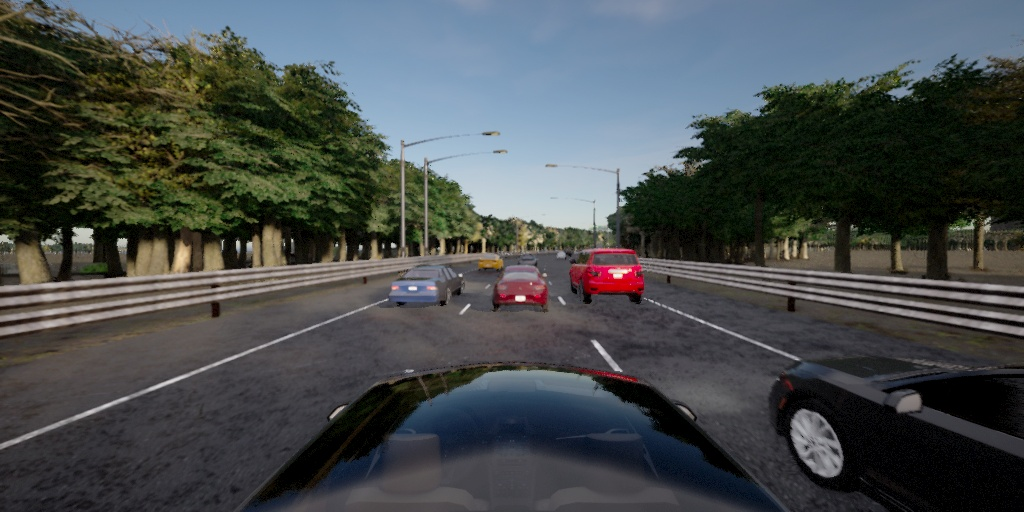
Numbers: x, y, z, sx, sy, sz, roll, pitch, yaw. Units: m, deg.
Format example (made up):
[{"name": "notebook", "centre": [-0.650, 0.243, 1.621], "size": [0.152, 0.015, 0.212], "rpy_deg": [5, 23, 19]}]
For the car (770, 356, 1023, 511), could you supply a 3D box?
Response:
[{"name": "car", "centre": [3.520, 1.256, 1.625], "size": [1.837, 1.490, 4.892], "rpy_deg": [0, 1, 0]}]

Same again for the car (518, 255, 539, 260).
[{"name": "car", "centre": [1.568, 0.627, 34.688], "size": [2.128, 1.511, 4.902], "rpy_deg": [0, 1, 5]}]

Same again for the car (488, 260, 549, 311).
[{"name": "car", "centre": [0.322, 1.064, 13.056], "size": [1.812, 1.442, 4.674], "rpy_deg": [0, 1, 2]}]

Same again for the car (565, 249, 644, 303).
[{"name": "car", "centre": [3.764, 0.722, 15.086], "size": [2.150, 2.045, 5.566], "rpy_deg": [0, 1, 2]}]

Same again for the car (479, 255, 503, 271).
[{"name": "car", "centre": [-1.963, 0.614, 34.503], "size": [1.882, 1.535, 5.008], "rpy_deg": [0, 1, 5]}]

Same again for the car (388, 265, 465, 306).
[{"name": "car", "centre": [-3.159, 1.062, 14.229], "size": [2.033, 1.411, 5.357], "rpy_deg": [0, 1, 2]}]
